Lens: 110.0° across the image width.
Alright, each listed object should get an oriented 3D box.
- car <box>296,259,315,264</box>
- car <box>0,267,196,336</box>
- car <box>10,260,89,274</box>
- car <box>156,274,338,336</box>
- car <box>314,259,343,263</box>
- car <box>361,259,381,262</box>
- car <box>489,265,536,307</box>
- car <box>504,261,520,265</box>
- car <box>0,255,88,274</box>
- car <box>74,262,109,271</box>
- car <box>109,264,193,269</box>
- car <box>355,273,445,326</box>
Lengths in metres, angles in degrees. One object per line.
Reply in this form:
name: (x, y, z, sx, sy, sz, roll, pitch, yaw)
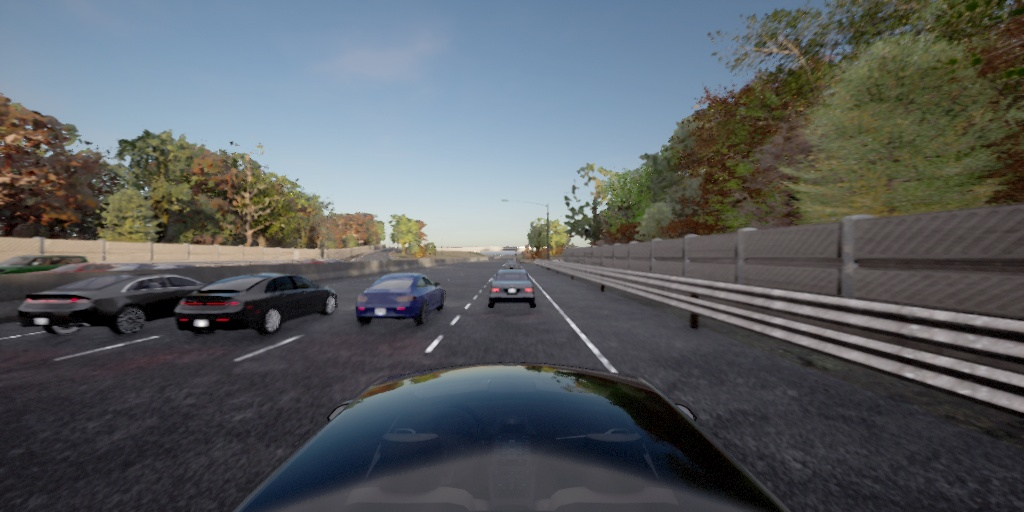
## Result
car: (-31.491, 1.211, 55.549, 1.882, 1.535, 5.008, 0, 1, 0)
car: (-10.397, 1.230, 10.346, 2.128, 1.511, 4.902, 0, 0, 0)
car: (-28.082, 1.208, 23.317, 1.882, 1.535, 5.008, 0, 0, 0)
car: (-6.898, 1.244, 10.383, 1.837, 1.490, 4.892, 0, 0, 0)
car: (-27.994, 1.254, 55.699, 1.882, 1.535, 5.008, 0, 1, 0)
car: (-20.998, 1.236, 51.413, 2.128, 1.511, 4.902, 0, 1, 0)
car: (0.002, 1.283, 15.270, 2.033, 1.411, 5.357, 0, 0, 0)
car: (0.008, 1.294, 45.922, 2.033, 1.411, 5.357, 0, 0, 0)
car: (-31.578, 0.954, 23.771, 2.150, 2.045, 5.566, 0, 0, 0)
car: (-24.584, 1.256, 23.335, 1.812, 1.442, 4.674, 0, 0, 0)
car: (-21.087, 1.257, 22.012, 1.812, 1.442, 4.674, 0, 0, 0)
car: (-3.398, 1.264, 11.567, 1.812, 1.442, 4.674, 0, 0, 0)
